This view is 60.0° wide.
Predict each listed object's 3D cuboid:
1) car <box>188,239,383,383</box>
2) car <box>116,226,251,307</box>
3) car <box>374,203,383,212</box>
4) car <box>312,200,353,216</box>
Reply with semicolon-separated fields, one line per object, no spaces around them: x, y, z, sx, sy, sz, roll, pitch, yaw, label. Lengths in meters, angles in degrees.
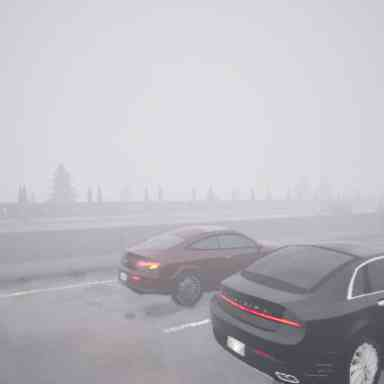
2.550;1.521;5.083;4.892;1.490;1.837;1;0;-32;car
0.558;1.548;7.964;4.674;1.442;1.812;0;0;-32;car
20.120;1.466;33.079;4.553;1.767;2.097;0;0;-35;car
14.109;1.599;33.290;4.902;1.511;2.128;0;0;-33;car
